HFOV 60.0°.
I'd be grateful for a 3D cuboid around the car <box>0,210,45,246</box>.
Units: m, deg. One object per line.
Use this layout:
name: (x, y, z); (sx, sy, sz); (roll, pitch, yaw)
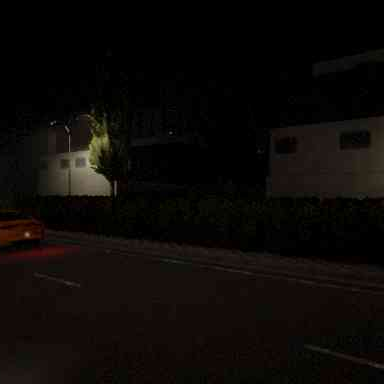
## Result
car: (-8.269, 1.482, 14.066); (5.008, 1.535, 1.882); (0, 0, 36)
